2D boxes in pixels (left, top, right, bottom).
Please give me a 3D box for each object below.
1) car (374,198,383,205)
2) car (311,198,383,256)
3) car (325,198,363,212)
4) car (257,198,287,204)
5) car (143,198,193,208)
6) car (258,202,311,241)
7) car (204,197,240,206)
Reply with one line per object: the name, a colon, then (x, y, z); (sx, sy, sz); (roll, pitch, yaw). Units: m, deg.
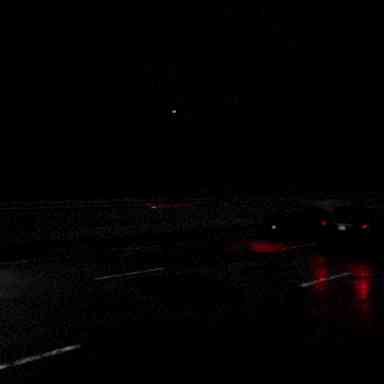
car: (37.955, 1.915, 65.426); (4.718, 1.301, 1.895); (1, -1, -36)
car: (7.084, 1.298, 13.116); (4.553, 1.767, 2.097); (0, 0, -36)
car: (17.302, 1.482, 37.860); (4.674, 1.442, 1.812); (0, 0, -35)
car: (10.052, 1.468, 41.285); (4.674, 1.442, 1.812); (0, 0, -35)
car: (-2.100, 1.299, 28.307); (4.553, 1.767, 2.097); (0, 0, -36)
car: (5.697, 1.422, 16.427); (5.008, 1.535, 1.882); (0, 0, -36)
car: (3.698, 1.436, 41.051); (4.892, 1.490, 1.837); (0, 0, -35)
